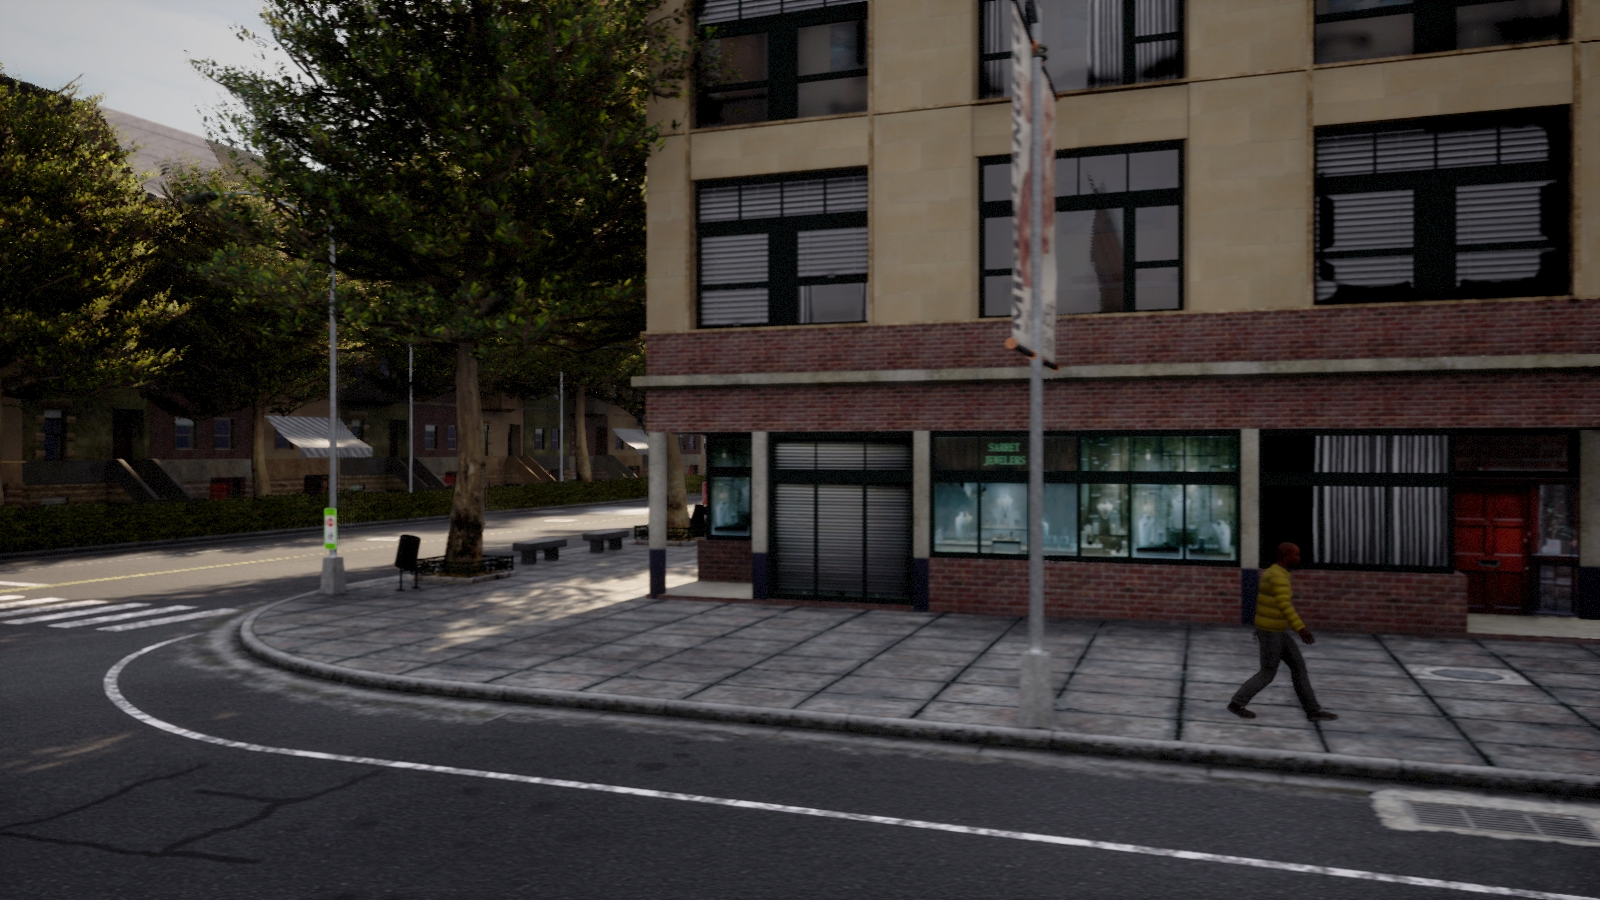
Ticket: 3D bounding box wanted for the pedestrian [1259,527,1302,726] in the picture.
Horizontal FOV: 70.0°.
[{"bbox_3d":[4.670,1.696,11.106,0.375,1.860,0.375,0,0,24],"label":"pedestrian"}]
